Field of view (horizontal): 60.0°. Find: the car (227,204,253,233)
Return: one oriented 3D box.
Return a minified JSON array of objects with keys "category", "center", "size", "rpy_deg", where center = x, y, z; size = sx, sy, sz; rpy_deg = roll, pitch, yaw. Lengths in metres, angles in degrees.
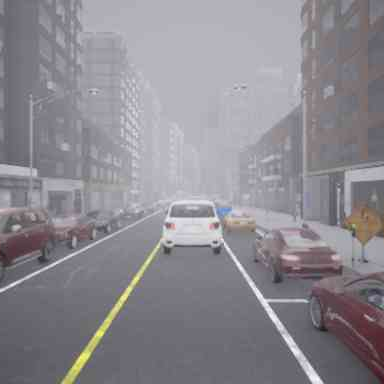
[{"category":"car","center":[2.867,1.721,20.834],"size":[1.752,1.417,4.829],"rpy_deg":[-1,-1,0]}]

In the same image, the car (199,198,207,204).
[{"category":"car","center":[2.923,2.378,86.735],"size":[1.947,1.339,4.313],"rpy_deg":[-1,0,0]}]

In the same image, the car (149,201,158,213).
[{"category":"car","center":[-5.640,1.969,42.674],"size":[1.947,1.339,4.313],"rpy_deg":[-1,-1,0]}]

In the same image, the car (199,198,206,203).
[{"category":"car","center":[2.927,2.426,92.241],"size":[1.947,1.339,4.313],"rpy_deg":[-1,0,0]}]

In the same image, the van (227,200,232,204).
[{"category":"van","center":[2.874,1.640,31.677],"size":[1.690,1.788,3.998],"rpy_deg":[-1,-1,0]}]

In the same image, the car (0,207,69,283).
[{"category":"car","center":[-5.669,1.406,9.632],"size":[2.192,1.841,5.009],"rpy_deg":[-1,-1,0]}]

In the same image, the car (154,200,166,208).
[{"category":"car","center":[-5.626,2.143,59.196],"size":[1.802,1.307,4.206],"rpy_deg":[-1,-1,0]}]

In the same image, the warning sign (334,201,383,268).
[{"category":"warning sign","center":[5.085,1.208,9.863],"size":[1.300,1.860,1.060],"rpy_deg":[1,0,0]}]

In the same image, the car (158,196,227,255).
[{"category":"car","center":[0.012,1.348,14.024],"size":[2.150,2.045,5.566],"rpy_deg":[0,0,0]}]

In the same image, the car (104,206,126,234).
[{"category":"car","center":[-5.658,1.760,20.644],"size":[1.947,1.339,4.313],"rpy_deg":[-1,-1,0]}]

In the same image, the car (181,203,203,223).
[{"category":"car","center":[0.029,1.803,29.381],"size":[1.812,1.442,4.674],"rpy_deg":[0,0,0]}]

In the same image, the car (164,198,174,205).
[{"category":"car","center":[-5.609,2.203,81.227],"size":[1.967,1.590,4.097],"rpy_deg":[-1,-1,0]}]

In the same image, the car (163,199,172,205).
[{"category":"car","center":[-5.612,2.296,75.718],"size":[1.802,1.307,4.206],"rpy_deg":[-1,-1,0]}]

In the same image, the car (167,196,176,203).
[{"category":"car","center":[-5.601,2.175,92.244],"size":[2.192,1.841,5.009],"rpy_deg":[-1,-1,0]}]

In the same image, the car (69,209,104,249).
[{"category":"car","center":[-5.663,1.687,15.137],"size":[1.887,1.381,4.507],"rpy_deg":[-1,-1,0]}]

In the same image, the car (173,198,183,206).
[{"category":"car","center":[-2.941,2.155,71.792],"size":[1.882,1.535,5.008],"rpy_deg":[0,-1,0]}]

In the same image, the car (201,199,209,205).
[{"category":"car","center":[2.913,2.241,75.893],"size":[1.752,1.417,4.829],"rpy_deg":[-1,-1,0]}]

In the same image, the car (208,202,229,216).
[{"category":"car","center":[2.881,1.902,37.181],"size":[2.008,1.369,4.403],"rpy_deg":[-1,-1,0]}]

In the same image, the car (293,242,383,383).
[{"category":"car","center":[2.854,1.622,4.146],"size":[1.802,1.307,4.206],"rpy_deg":[-1,-1,0]}]

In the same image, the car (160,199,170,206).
[{"category":"car","center":[-5.617,2.245,70.211],"size":[1.802,1.307,4.206],"rpy_deg":[-1,-1,0]}]

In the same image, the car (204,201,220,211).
[{"category":"car","center":[2.890,2.007,48.192],"size":[2.008,1.369,4.403],"rpy_deg":[-1,-1,0]}]

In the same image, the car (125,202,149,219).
[{"category":"car","center":[-5.650,1.738,31.660],"size":[1.967,1.590,4.097],"rpy_deg":[-1,-1,0]}]

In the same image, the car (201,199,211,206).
[{"category":"car","center":[2.908,2.230,70.217],"size":[1.947,1.339,4.313],"rpy_deg":[-1,-1,0]}]

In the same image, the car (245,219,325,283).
[{"category":"car","center":[2.859,1.673,9.651],"size":[1.802,1.307,4.206],"rpy_deg":[-1,-1,0]}]
